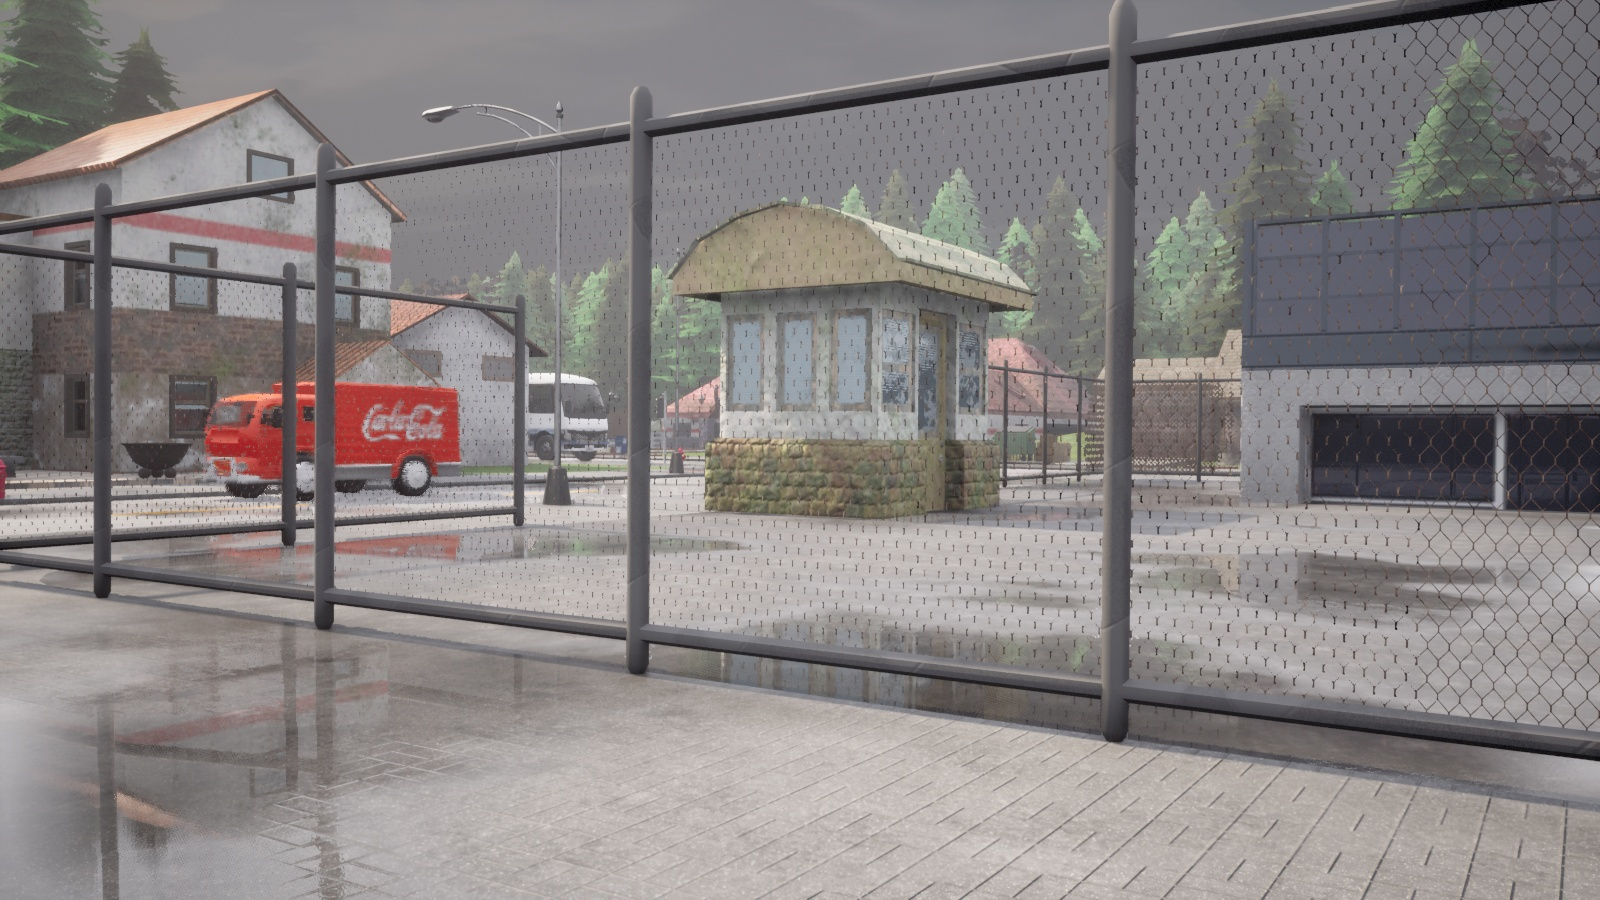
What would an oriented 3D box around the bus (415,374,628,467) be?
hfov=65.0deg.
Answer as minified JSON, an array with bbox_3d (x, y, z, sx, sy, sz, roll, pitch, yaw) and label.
[{"bbox_3d":[-13.741,-1.362,61.640,10.273,4.253,3.944,0,1,31],"label":"bus"}]

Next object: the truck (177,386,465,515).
[{"bbox_3d":[-10.112,-0.032,26.971,2.627,2.467,5.204,0,1,32],"label":"truck"}]
